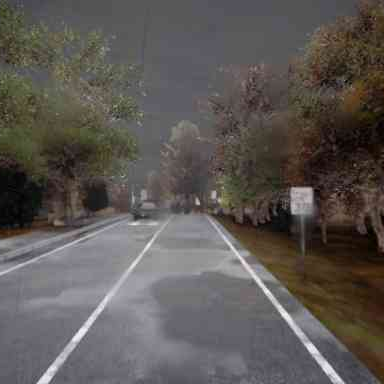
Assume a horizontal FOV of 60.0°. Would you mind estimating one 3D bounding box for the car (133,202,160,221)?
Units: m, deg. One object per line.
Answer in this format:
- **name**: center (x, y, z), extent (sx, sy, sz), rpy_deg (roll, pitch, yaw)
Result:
- **car**: center (-3.817, 1.615, 28.365), extent (1.837, 1.490, 4.892), rpy_deg (0, -1, 0)
